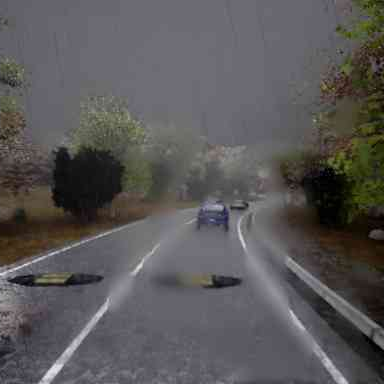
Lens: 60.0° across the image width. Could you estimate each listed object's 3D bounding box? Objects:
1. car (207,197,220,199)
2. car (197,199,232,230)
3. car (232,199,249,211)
[{"bbox_3d":[2.729,1.427,44.018,2.128,1.511,4.902,1,0,18],"label":"car"},{"bbox_3d":[1.444,1.467,21.377,1.882,1.535,5.008,1,0,7],"label":"car"},{"bbox_3d":[6.084,1.590,42.312,1.994,1.385,4.181,2,0,17],"label":"car"}]
